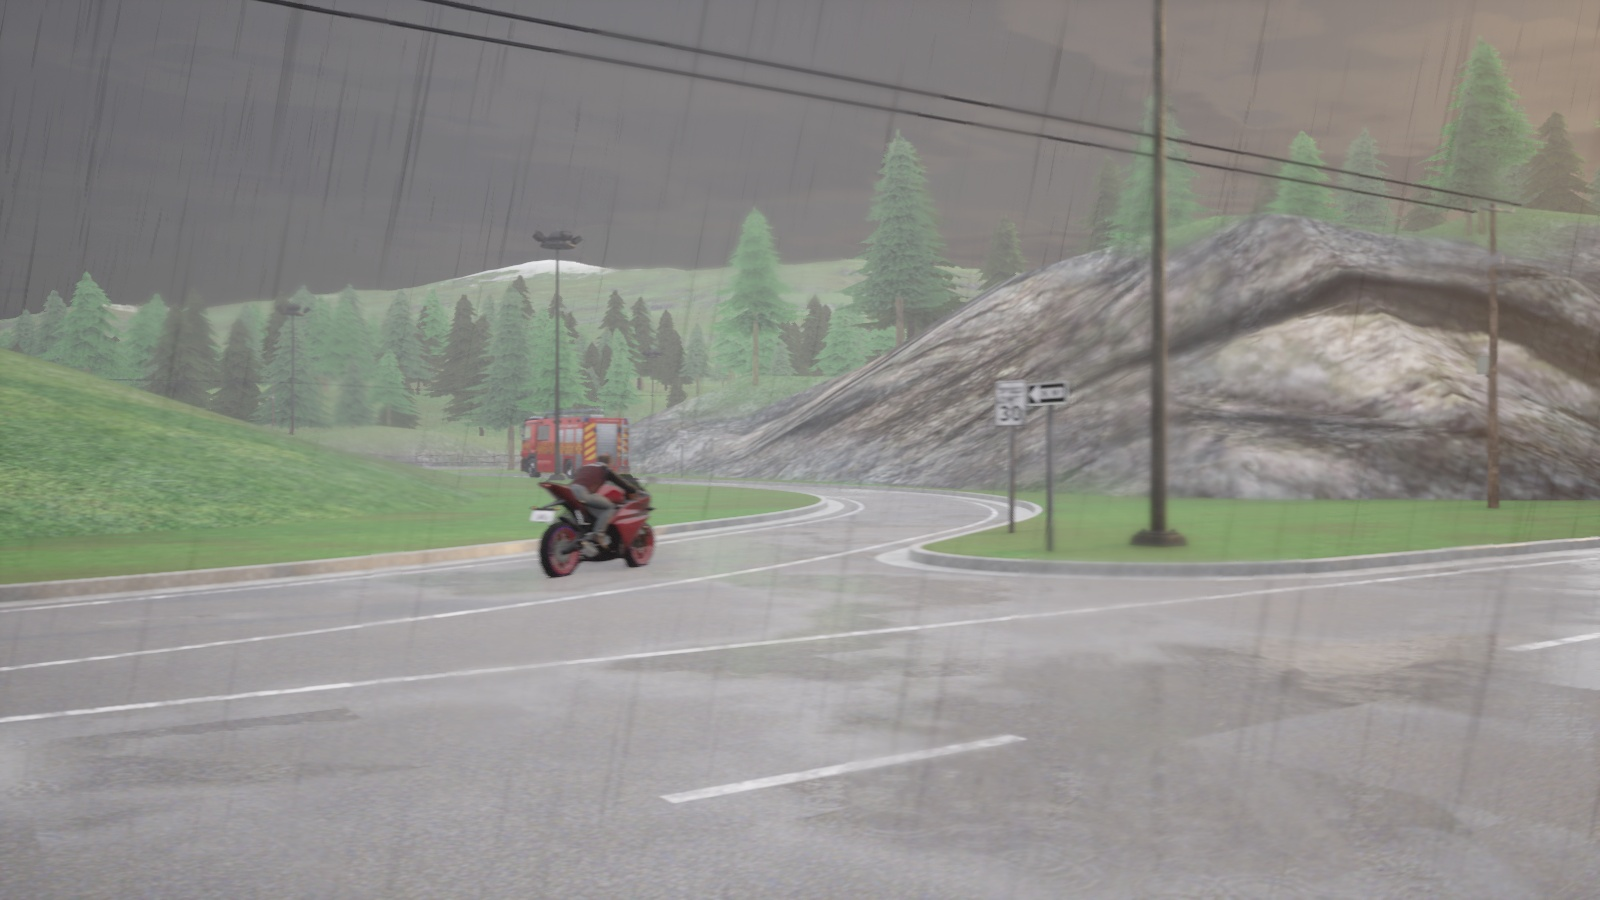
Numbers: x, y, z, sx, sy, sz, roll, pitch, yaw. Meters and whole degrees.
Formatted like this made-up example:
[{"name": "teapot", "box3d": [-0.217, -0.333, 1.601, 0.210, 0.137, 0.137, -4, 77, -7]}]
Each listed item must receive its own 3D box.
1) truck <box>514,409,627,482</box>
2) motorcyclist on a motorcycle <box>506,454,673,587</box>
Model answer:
[{"name": "truck", "box3d": [-12.839, -0.221, 69.596, 2.891, 3.827, 8.468, 0, 0, -35]}, {"name": "motorcyclist on a motorcycle", "box3d": [-2.585, 0.824, 15.716, 0.866, 1.530, 2.191, -1, 0, 29]}]
